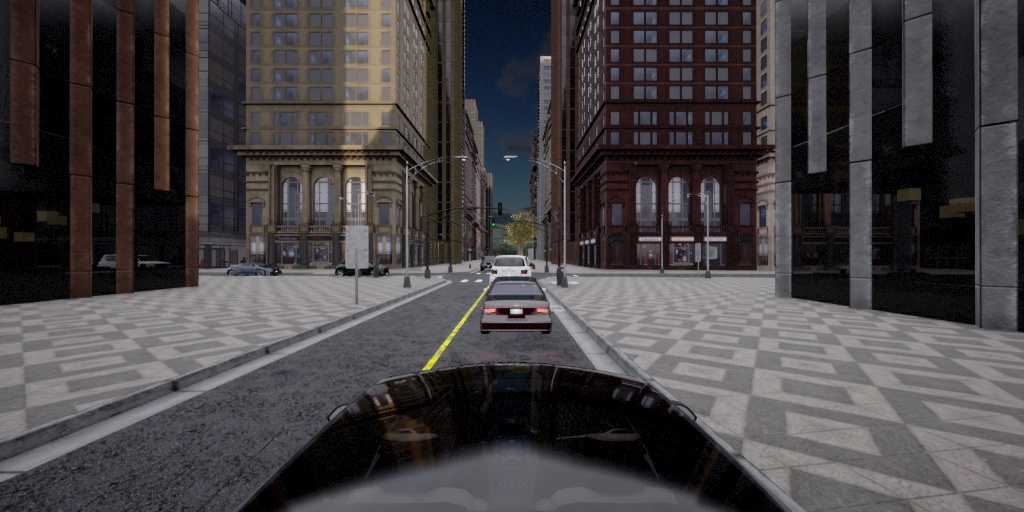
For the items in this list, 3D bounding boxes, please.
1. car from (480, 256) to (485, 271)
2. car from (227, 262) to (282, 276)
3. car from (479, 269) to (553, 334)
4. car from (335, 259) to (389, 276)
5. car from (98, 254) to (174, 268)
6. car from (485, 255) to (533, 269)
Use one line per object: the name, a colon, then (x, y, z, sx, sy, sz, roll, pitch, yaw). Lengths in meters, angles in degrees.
car: (-3.138, 0.970, 49.446, 2.150, 2.045, 5.566, 0, 0, -1)
car: (-23.866, 1.237, 33.296, 4.181, 1.385, 1.994, 0, 0, 0)
car: (0.089, 1.297, 10.581, 2.033, 1.411, 5.357, 0, 0, 0)
car: (-13.829, 1.053, 33.282, 4.553, 1.767, 2.097, 0, 0, 0)
car: (-34.884, 0.869, 33.301, 5.566, 2.045, 2.150, 0, 0, 0)
car: (0.023, 0.972, 21.099, 2.150, 2.045, 5.566, 0, 0, 4)
